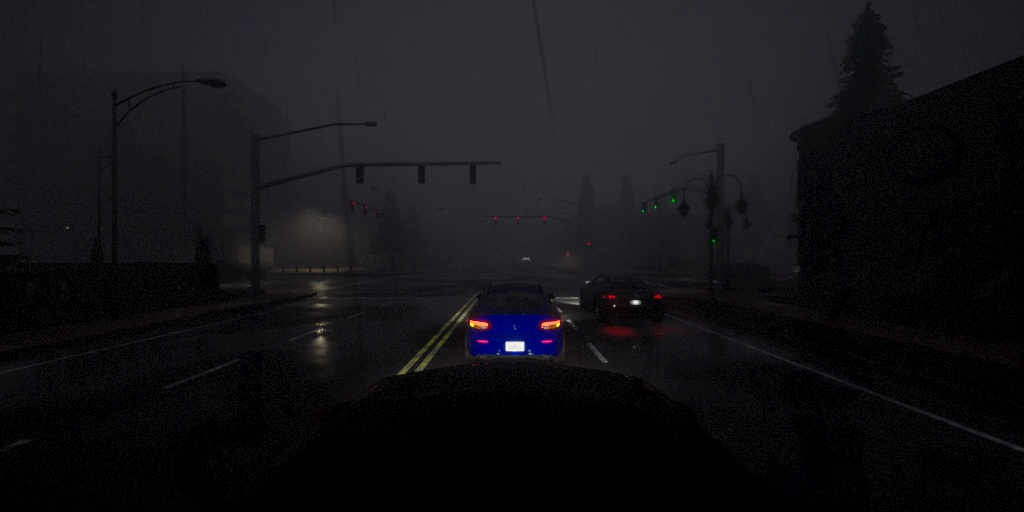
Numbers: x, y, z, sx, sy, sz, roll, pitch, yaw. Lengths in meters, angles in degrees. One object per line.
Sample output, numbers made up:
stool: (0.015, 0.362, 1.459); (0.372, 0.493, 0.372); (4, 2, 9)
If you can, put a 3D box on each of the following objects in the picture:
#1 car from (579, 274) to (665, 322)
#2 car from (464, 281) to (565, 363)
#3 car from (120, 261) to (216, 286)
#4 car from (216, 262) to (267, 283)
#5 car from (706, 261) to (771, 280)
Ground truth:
car: (3.580, 1.314, 12.362); (1.994, 1.385, 4.181); (0, 0, 0)
car: (0.063, 1.276, 8.010); (1.812, 1.442, 4.674); (0, 0, 0)
car: (-23.050, 1.102, 23.897); (4.553, 1.767, 2.097); (0, 0, 0)
car: (-21.491, 1.227, 27.394); (5.008, 1.535, 1.882); (0, 0, 0)
car: (19.369, 1.228, 30.769); (5.008, 1.535, 1.882); (0, 0, -1)
